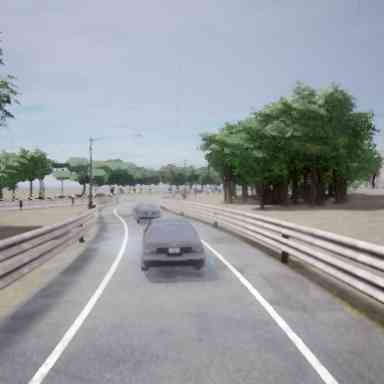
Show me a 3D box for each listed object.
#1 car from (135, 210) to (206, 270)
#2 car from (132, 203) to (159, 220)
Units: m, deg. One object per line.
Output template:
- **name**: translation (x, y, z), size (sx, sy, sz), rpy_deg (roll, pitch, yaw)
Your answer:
- **car**: translation (-0.759, 1.570, 11.133), size (2.033, 1.411, 5.357), rpy_deg (0, 0, -7)
- **car**: translation (-3.653, 1.594, 26.309), size (2.033, 1.411, 5.357), rpy_deg (0, 0, -15)
